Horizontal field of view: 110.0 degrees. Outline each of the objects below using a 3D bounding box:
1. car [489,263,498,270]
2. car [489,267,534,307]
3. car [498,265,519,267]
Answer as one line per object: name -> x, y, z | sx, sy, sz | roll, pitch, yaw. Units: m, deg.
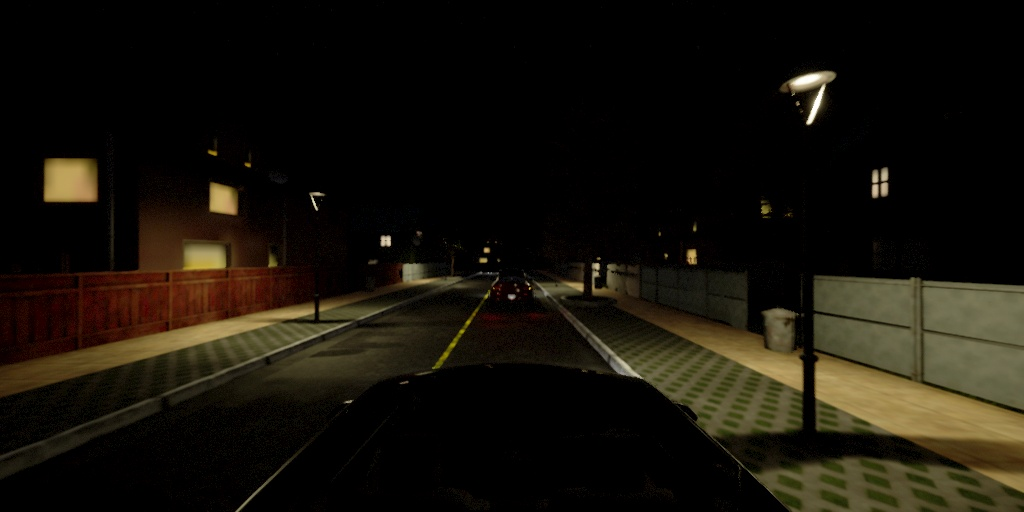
car -> -2.783, 1.938, 58.358 | 1.837, 1.490, 4.892 | 0, -1, 0
car -> -0.003, 1.422, 16.229 | 1.812, 1.442, 4.674 | 0, 0, 0
car -> -0.012, 1.574, 31.142 | 1.837, 1.490, 4.892 | 0, 0, 0
